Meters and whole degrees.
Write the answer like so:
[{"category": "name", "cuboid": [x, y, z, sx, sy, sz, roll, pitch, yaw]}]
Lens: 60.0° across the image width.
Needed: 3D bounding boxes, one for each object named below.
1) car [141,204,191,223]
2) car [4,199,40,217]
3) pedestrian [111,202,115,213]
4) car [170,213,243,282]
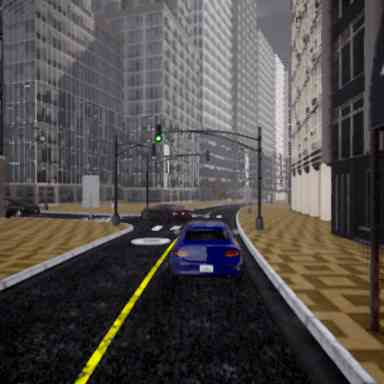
[{"category": "car", "cuboid": [-2.143, 1.663, 26.951, 2.033, 1.411, 5.357, 1, -1, -36]}, {"category": "car", "cuboid": [-15.920, 1.384, 29.752, 5.008, 1.535, 1.882, 1, 1, 20]}, {"category": "pedestrian", "cuboid": [-7.861, 1.490, 33.075, 0.500, 1.100, 0.500, 0, 0, 20]}, {"category": "car", "cuboid": [0.425, 1.570, 9.823, 1.812, 1.442, 4.674, 0, 0, 2]}]
